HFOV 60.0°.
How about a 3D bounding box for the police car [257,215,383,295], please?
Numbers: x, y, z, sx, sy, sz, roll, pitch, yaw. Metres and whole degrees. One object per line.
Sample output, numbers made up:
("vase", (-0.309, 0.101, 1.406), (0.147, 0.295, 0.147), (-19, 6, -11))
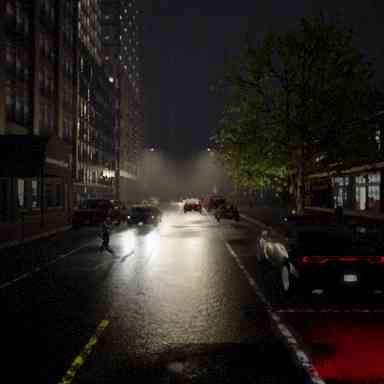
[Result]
("police car", (3.002, 1.427, 8.886), (1.930, 1.638, 5.238), (0, 0, 0))

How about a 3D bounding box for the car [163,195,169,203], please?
("car", (-5.664, 1.530, 70.393), (1.947, 1.339, 4.313), (1, 0, 0))

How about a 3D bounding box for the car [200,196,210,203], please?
("car", (2.716, 1.530, 70.394), (1.947, 1.339, 4.313), (1, 0, 0))

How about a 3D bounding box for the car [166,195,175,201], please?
("car", (-5.661, 1.506, 87.030), (1.947, 1.339, 4.313), (1, 0, 0))

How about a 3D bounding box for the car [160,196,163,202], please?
("car", (-5.669, 1.513, 48.040), (1.752, 1.417, 4.829), (1, 0, 0))

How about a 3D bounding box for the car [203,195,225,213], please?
("car", (2.712, 1.310, 37.118), (2.192, 1.841, 5.009), (1, 0, 0))

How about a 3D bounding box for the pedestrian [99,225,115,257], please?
("pedestrian", (-2.957, 1.675, 11.488), (0.500, 1.100, 0.500), (1, -1, -4))

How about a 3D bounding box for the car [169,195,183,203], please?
("car", (-2.987, 1.327, 67.716), (2.097, 1.767, 4.553), (0, 0, 0))

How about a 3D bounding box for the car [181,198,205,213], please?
("car", (0.095, 1.596, 36.202), (1.895, 1.301, 4.718), (0, 0, 0))

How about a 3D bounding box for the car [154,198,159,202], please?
("car", (-5.671, 1.557, 42.665), (1.947, 1.339, 4.313), (1, 0, 0))

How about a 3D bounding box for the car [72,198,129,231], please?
("car", (-5.671, 1.316, 20.479), (2.192, 1.841, 5.009), (1, 0, 0))

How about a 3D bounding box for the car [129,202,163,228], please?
("car", (-3.097, 1.601, 22.300), (1.895, 1.301, 4.718), (0, 0, 0))

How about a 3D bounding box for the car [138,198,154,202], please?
("car", (-5.671, 1.520, 36.947), (1.752, 1.417, 4.829), (1, 0, 0))

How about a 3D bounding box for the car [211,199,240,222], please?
("car", (2.707, 1.525, 26.195), (1.752, 1.417, 4.829), (1, 0, 0))

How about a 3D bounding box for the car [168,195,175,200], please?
("car", (-5.660, 1.514, 92.576), (1.802, 1.307, 4.206), (1, 0, 0))
